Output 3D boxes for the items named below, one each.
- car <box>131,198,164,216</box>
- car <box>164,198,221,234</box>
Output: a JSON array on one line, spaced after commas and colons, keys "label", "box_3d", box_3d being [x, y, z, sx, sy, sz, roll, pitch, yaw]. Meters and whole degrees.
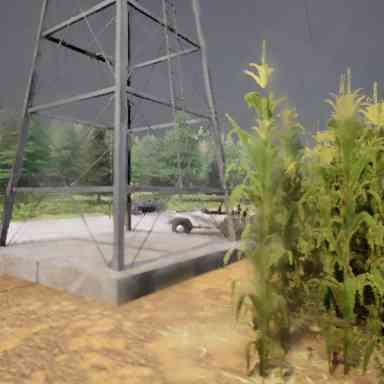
[{"label": "car", "box_3d": [-4.340, 1.300, 29.529, 2.128, 1.511, 4.902, 0, 0, 36]}, {"label": "car", "box_3d": [0.811, 1.196, 16.211, 3.866, 1.878, 1.905, 0, 0, 5]}]
